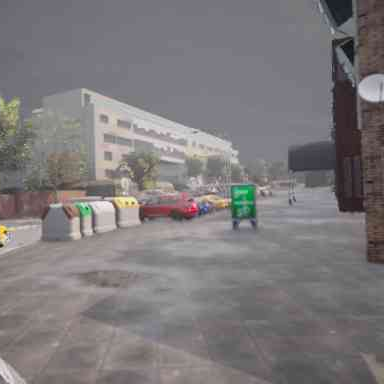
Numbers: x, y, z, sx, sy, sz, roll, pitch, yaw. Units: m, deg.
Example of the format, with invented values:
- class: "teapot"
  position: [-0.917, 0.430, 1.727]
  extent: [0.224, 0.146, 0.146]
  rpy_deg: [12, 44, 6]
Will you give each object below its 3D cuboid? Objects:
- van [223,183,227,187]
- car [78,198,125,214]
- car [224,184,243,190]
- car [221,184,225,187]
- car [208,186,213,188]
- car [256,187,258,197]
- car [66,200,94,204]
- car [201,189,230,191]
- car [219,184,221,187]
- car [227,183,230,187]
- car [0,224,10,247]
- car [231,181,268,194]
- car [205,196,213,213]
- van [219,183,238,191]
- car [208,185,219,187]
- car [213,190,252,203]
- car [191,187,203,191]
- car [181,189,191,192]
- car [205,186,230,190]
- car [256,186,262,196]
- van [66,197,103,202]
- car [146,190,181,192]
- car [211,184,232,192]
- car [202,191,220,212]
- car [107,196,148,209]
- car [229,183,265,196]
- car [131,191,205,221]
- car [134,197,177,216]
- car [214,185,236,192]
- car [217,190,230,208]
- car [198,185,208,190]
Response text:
- class: "van"
  position: [5.189, -0.720, 77.517]
  extent: [4.442, 1.987, 1.878]
  rpy_deg: [-2, 2, 22]
- class: "car"
  position: [-10.558, 1.659, 38.758]
  extent: [4.892, 1.521, 2.231]
  rpy_deg: [-2, 2, 22]
- class: "car"
  position: [11.659, -1.361, 92.969]
  extent: [4.892, 1.521, 2.231]
  rpy_deg: [-2, 2, 22]
- class: "car"
  position: [4.226, -0.324, 74.908]
  extent: [4.792, 1.488, 2.163]
  rpy_deg: [-2, 2, 22]
- class: "car"
  position: [1.054, 0.107, 67.165]
  extent: [4.792, 1.488, 2.163]
  rpy_deg: [-2, 2, 22]
- class: "car"
  position: [6.623, 0.453, 48.184]
  extent: [4.674, 1.452, 2.002]
  rpy_deg: [-2, 2, 22]
- class: "car"
  position: [-12.669, 1.914, 33.575]
  extent: [4.892, 1.521, 2.231]
  rpy_deg: [-2, 1, 22]
- class: "car"
  position: [3.340, 0.861, 40.148]
  extent: [4.892, 1.521, 2.231]
  rpy_deg: [-2, 2, 22]
- class: "car"
  position: [3.216, -0.338, 72.301]
  extent: [4.553, 1.767, 2.185]
  rpy_deg: [-2, 2, 22]
- class: "car"
  position: [6.371, -0.603, 80.062]
  extent: [4.674, 1.452, 2.002]
  rpy_deg: [-2, 2, 22]
- class: "car"
  position: [-9.332, 1.786, 13.832]
  extent: [1.882, 1.535, 5.008]
  rpy_deg: [-2, -1, -10]
- class: "car"
  position: [9.972, -0.292, 56.308]
  extent: [5.566, 2.045, 2.435]
  rpy_deg: [-2, 2, 22]
- class: "car"
  position: [-1.120, 1.439, 29.266]
  extent: [5.008, 1.535, 2.097]
  rpy_deg: [-2, 2, 22]
- class: "van"
  position: [9.634, -1.304, 87.755]
  extent: [4.442, 1.987, 1.878]
  rpy_deg: [-2, 2, 22]
- class: "car"
  position: [2.097, -0.317, 69.736]
  extent: [5.566, 2.045, 2.435]
  rpy_deg: [-2, 2, 22]
- class: "car"
  position: [5.539, 0.593, 45.455]
  extent: [4.792, 1.488, 2.163]
  rpy_deg: [-2, 2, 22]
- class: "car"
  position: [-1.007, 0.392, 61.977]
  extent: [4.792, 1.488, 2.163]
  rpy_deg: [-2, 2, 22]
- class: "car"
  position: [-3.234, 0.534, 56.718]
  extent: [4.553, 1.767, 2.185]
  rpy_deg: [-2, 2, 22]
- class: "car"
  position: [4.421, 0.589, 42.734]
  extent: [4.553, 1.767, 2.185]
  rpy_deg: [-2, 2, 22]
- class: "car"
  position: [7.782, 0.296, 51.014]
  extent: [4.674, 1.452, 2.002]
  rpy_deg: [-2, 2, 22]
- class: "van"
  position: [-11.514, 1.566, 36.122]
  extent: [4.442, 1.987, 1.878]
  rpy_deg: [-2, 2, 22]
- class: "car"
  position: [-5.253, 0.687, 51.643]
  extent: [5.566, 2.045, 2.435]
  rpy_deg: [-2, 2, 22]
- class: "car"
  position: [7.388, -0.910, 82.650]
  extent: [4.553, 1.767, 2.185]
  rpy_deg: [-2, 2, 22]
- class: "car"
  position: [-0.087, 1.192, 31.892]
  extent: [4.553, 1.767, 2.185]
  rpy_deg: [-2, 2, 22]
- class: "car"
  position: [-8.480, 1.377, 43.800]
  extent: [4.892, 1.521, 2.231]
  rpy_deg: [-2, 2, 22]
- class: "car"
  position: [8.859, -0.020, 53.735]
  extent: [4.553, 1.767, 2.185]
  rpy_deg: [-2, 2, 22]
- class: "car"
  position: [-2.280, 1.293, 26.551]
  extent: [5.566, 2.045, 2.435]
  rpy_deg: [-2, 1, 22]
- class: "car"
  position: [-3.710, 1.480, 35.027]
  extent: [2.033, 1.411, 5.357]
  rpy_deg: [-2, 2, 23]
- class: "car"
  position: [8.439, -0.924, 85.108]
  extent: [5.008, 1.535, 2.097]
  rpy_deg: [-2, 2, 22]
- class: "car"
  position: [2.345, 1.008, 37.249]
  extent: [5.366, 1.575, 1.946]
  rpy_deg: [-2, 2, 22]
- class: "car"
  position: [-0.014, 0.096, 64.579]
  extent: [4.553, 1.767, 2.185]
  rpy_deg: [-2, 2, 22]
